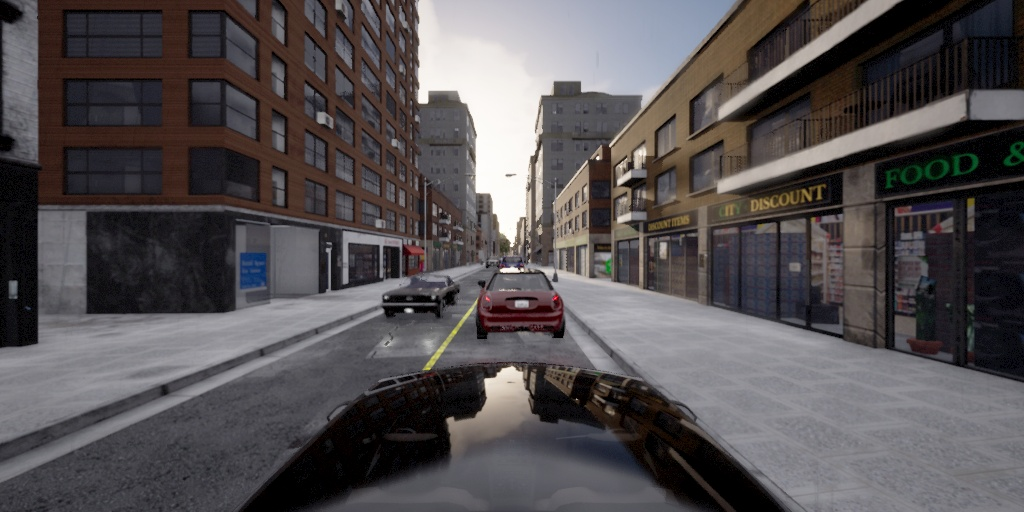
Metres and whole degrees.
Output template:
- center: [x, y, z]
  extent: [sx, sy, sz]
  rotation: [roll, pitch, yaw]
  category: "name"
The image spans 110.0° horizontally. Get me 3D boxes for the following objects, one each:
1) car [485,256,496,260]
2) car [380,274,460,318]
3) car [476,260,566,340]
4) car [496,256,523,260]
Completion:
- center: [-3.126, 1.054, 59.187]
  extent: [2.150, 2.045, 5.566]
  rotation: [0, 0, 0]
  category: "car"
- center: [-3.126, 1.358, 13.096]
  extent: [1.895, 1.301, 4.718]
  rotation: [0, 0, 0]
  category: "car"
- center: [0.109, 1.106, 10.196]
  extent: [2.097, 1.767, 4.553]
  rotation: [0, 0, -3]
  category: "car"
- center: [0.035, 0.993, 31.047]
  extent: [2.150, 2.045, 5.566]
  rotation: [0, 0, 0]
  category: "car"
